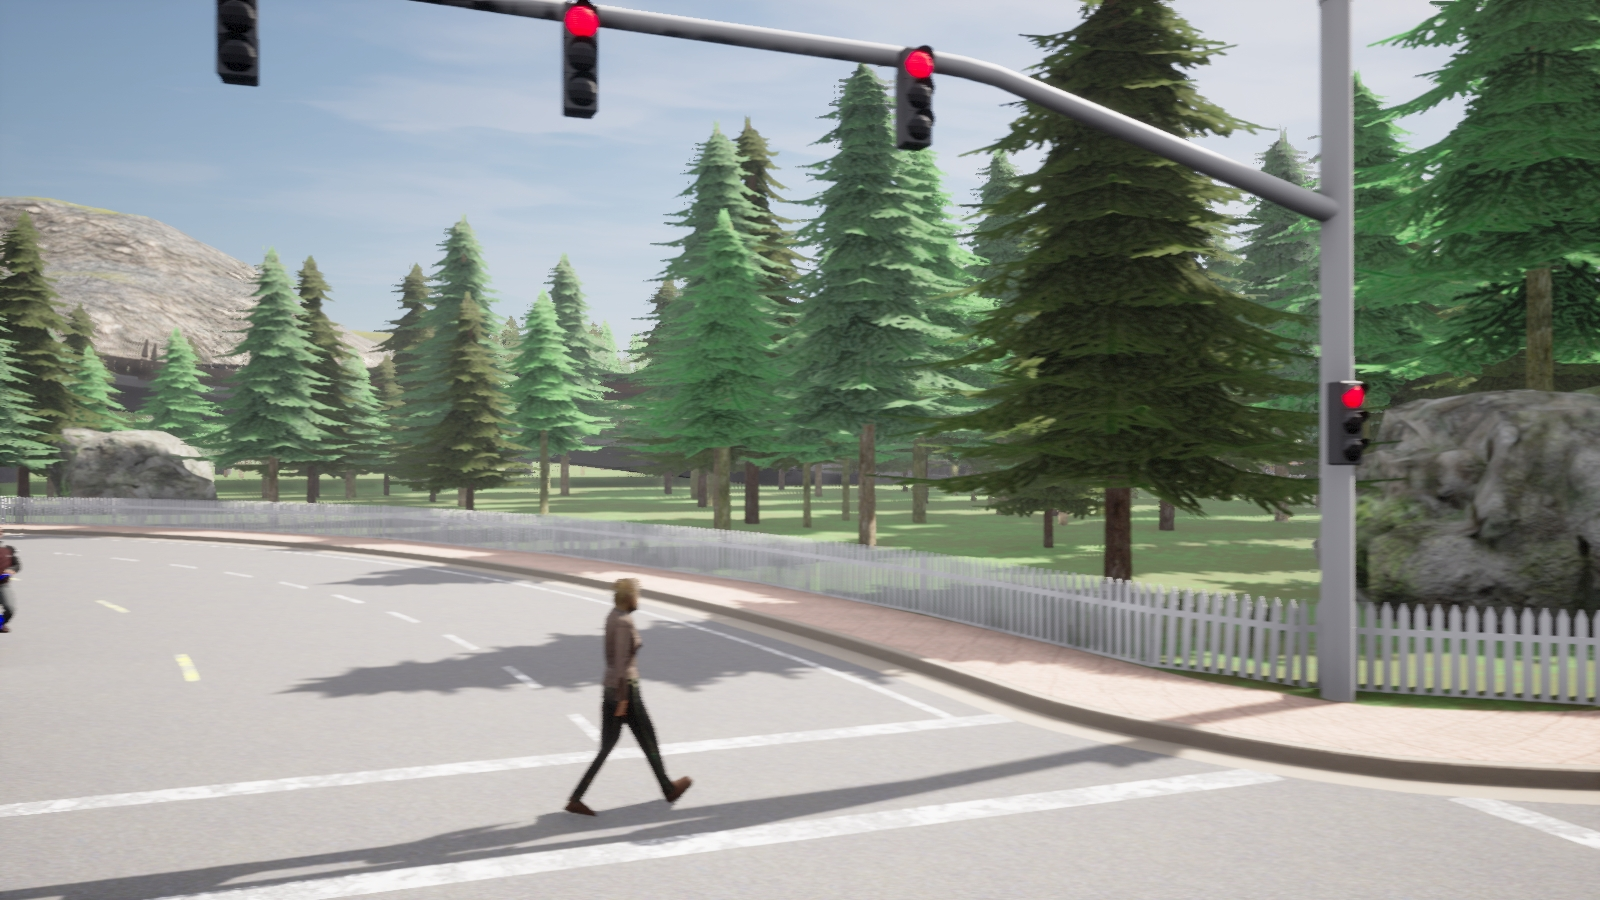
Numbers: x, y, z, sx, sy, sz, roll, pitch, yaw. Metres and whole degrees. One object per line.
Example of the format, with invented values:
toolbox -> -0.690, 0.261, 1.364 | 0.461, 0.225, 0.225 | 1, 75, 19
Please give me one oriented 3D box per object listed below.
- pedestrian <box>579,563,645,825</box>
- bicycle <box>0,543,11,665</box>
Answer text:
pedestrian -> -1.417, 1.802, 8.585 | 0.375, 1.860, 0.375 | 0, 0, -31
bicycle -> -10.811, 2.037, 15.323 | 0.329, 1.471, 1.835 | 0, -1, -36
